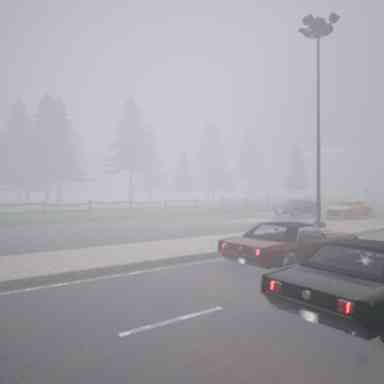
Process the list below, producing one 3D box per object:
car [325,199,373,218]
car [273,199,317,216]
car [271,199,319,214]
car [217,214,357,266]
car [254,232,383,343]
[{"bbox_3d":[13.068,1.392,27.641,5.008,1.535,1.882,0,0,-37],"label":"car"},{"bbox_3d":[9.314,1.412,29.212,4.902,1.511,2.128,0,0,-37],"label":"car"},{"bbox_3d":[10.832,1.454,34.706,5.357,1.411,2.033,0,0,-37],"label":"car"},{"bbox_3d":[3.153,1.574,10.293,4.718,1.301,1.895,0,0,-35],"label":"car"},{"bbox_3d":[3.577,1.580,6.297,4.718,1.301,1.895,0,0,-35],"label":"car"}]
